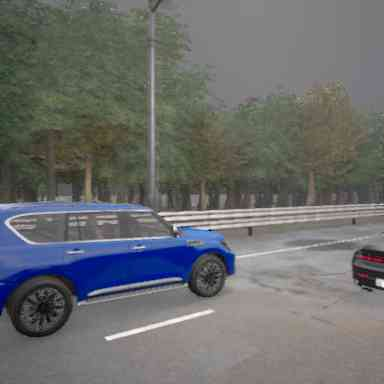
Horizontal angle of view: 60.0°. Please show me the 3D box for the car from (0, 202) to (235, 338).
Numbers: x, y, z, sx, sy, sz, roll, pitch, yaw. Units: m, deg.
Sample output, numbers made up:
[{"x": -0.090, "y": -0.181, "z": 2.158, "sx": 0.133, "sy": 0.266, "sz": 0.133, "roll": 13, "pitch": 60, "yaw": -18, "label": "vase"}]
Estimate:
[{"x": -1.654, "y": 1.222, "z": 6.865, "sx": 5.566, "sy": 2.045, "sz": 2.150, "roll": 0, "pitch": 0, "yaw": -36, "label": "car"}]

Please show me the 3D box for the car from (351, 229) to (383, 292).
[{"x": 5.655, "y": 1.507, "z": 7.780, "sx": 4.892, "sy": 1.490, "sz": 1.837, "roll": 0, "pitch": 0, "yaw": -35, "label": "car"}]
